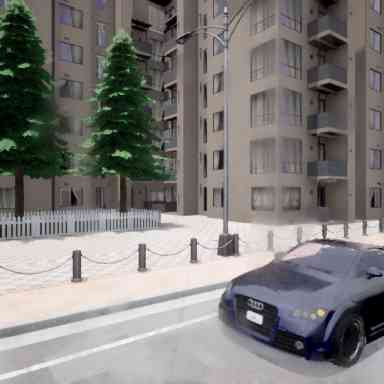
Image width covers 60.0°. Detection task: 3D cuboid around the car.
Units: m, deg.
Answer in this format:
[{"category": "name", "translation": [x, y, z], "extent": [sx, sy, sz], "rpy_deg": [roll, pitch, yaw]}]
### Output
[{"category": "car", "translation": [2.481, 1.564, 5.809], "extent": [4.181, 1.385, 1.994], "rpy_deg": [0, 0, -36]}]
